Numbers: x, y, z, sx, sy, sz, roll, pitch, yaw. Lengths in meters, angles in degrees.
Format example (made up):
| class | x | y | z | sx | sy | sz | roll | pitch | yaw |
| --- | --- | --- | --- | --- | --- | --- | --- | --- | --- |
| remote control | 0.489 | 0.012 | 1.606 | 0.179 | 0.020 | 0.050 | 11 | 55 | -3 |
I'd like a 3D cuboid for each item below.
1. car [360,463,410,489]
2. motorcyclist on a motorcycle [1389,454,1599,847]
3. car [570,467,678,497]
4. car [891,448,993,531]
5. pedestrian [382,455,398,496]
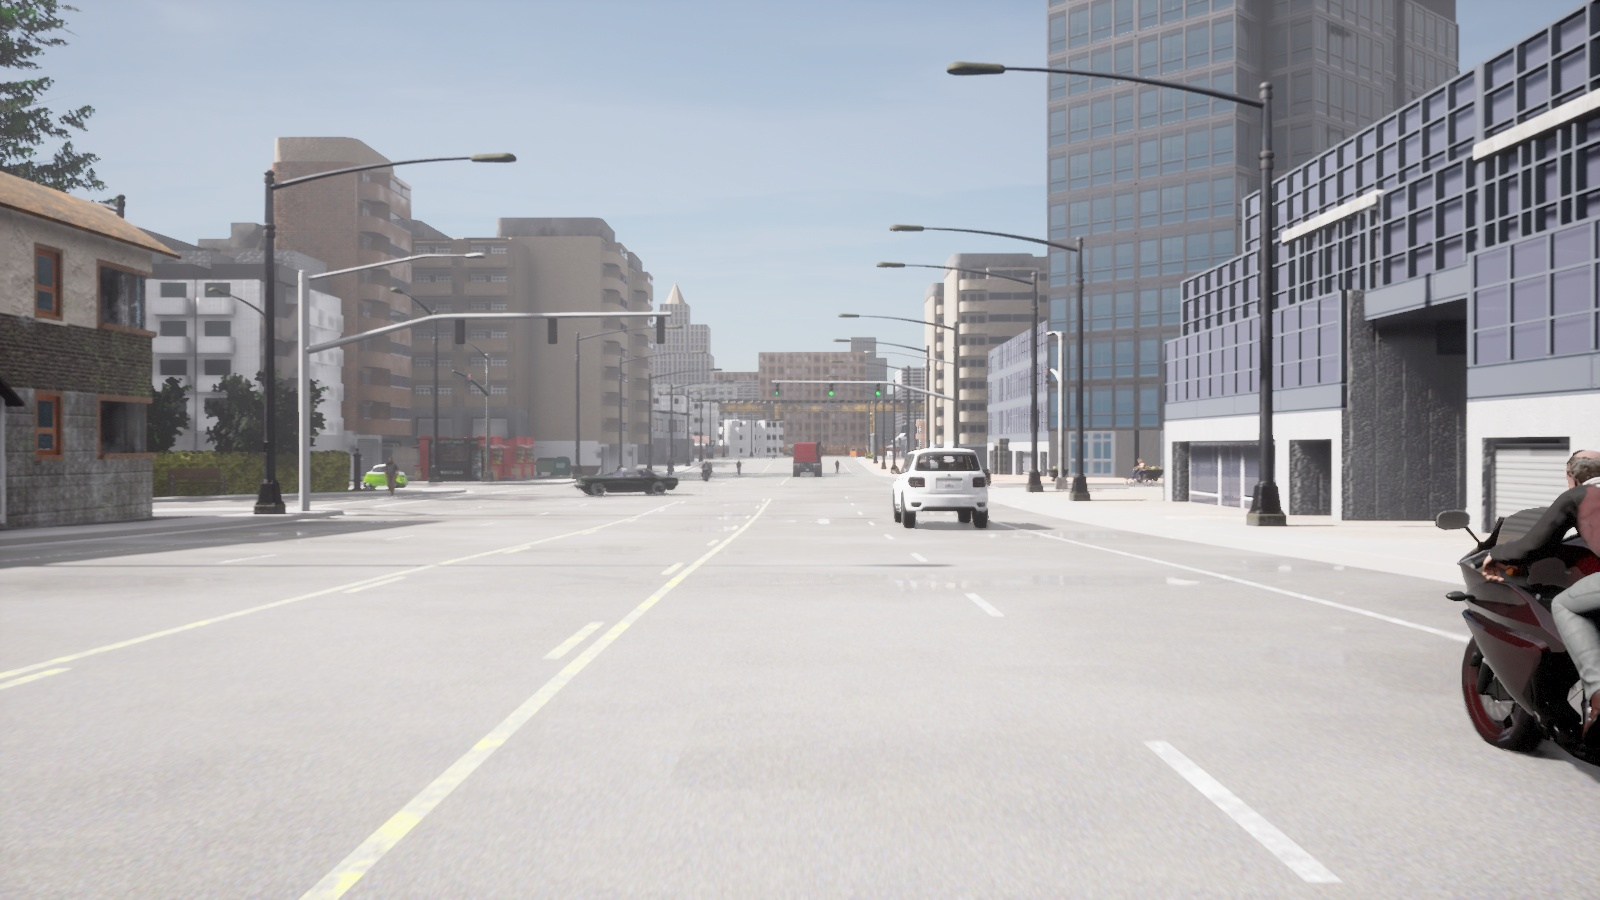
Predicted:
| class | x | y | z | sx | sy | sz | roll | pitch | yaw |
| --- | --- | --- | --- | --- | --- | --- | --- | --- | --- |
| car | -22.654 | 1.417 | 68.588 | 2.207 | 1.376 | 1.481 | 0 | 0 | 1 |
| motorcyclist on a motorcycle | 3.547 | 0.784 | 5.546 | 0.866 | 1.530 | 2.191 | 0 | 0 | 0 |
| car | -8.286 | 1.498 | 59.213 | 4.718 | 1.301 | 1.895 | 0 | 0 | -22 |
| car | 3.708 | 1.005 | 33.758 | 2.150 | 2.045 | 5.566 | 0 | -1 | 0 |
| pedestrian | -18.632 | 1.144 | 57.106 | 0.540 | 1.848 | 0.694 | 0 | 0 | -5 |
